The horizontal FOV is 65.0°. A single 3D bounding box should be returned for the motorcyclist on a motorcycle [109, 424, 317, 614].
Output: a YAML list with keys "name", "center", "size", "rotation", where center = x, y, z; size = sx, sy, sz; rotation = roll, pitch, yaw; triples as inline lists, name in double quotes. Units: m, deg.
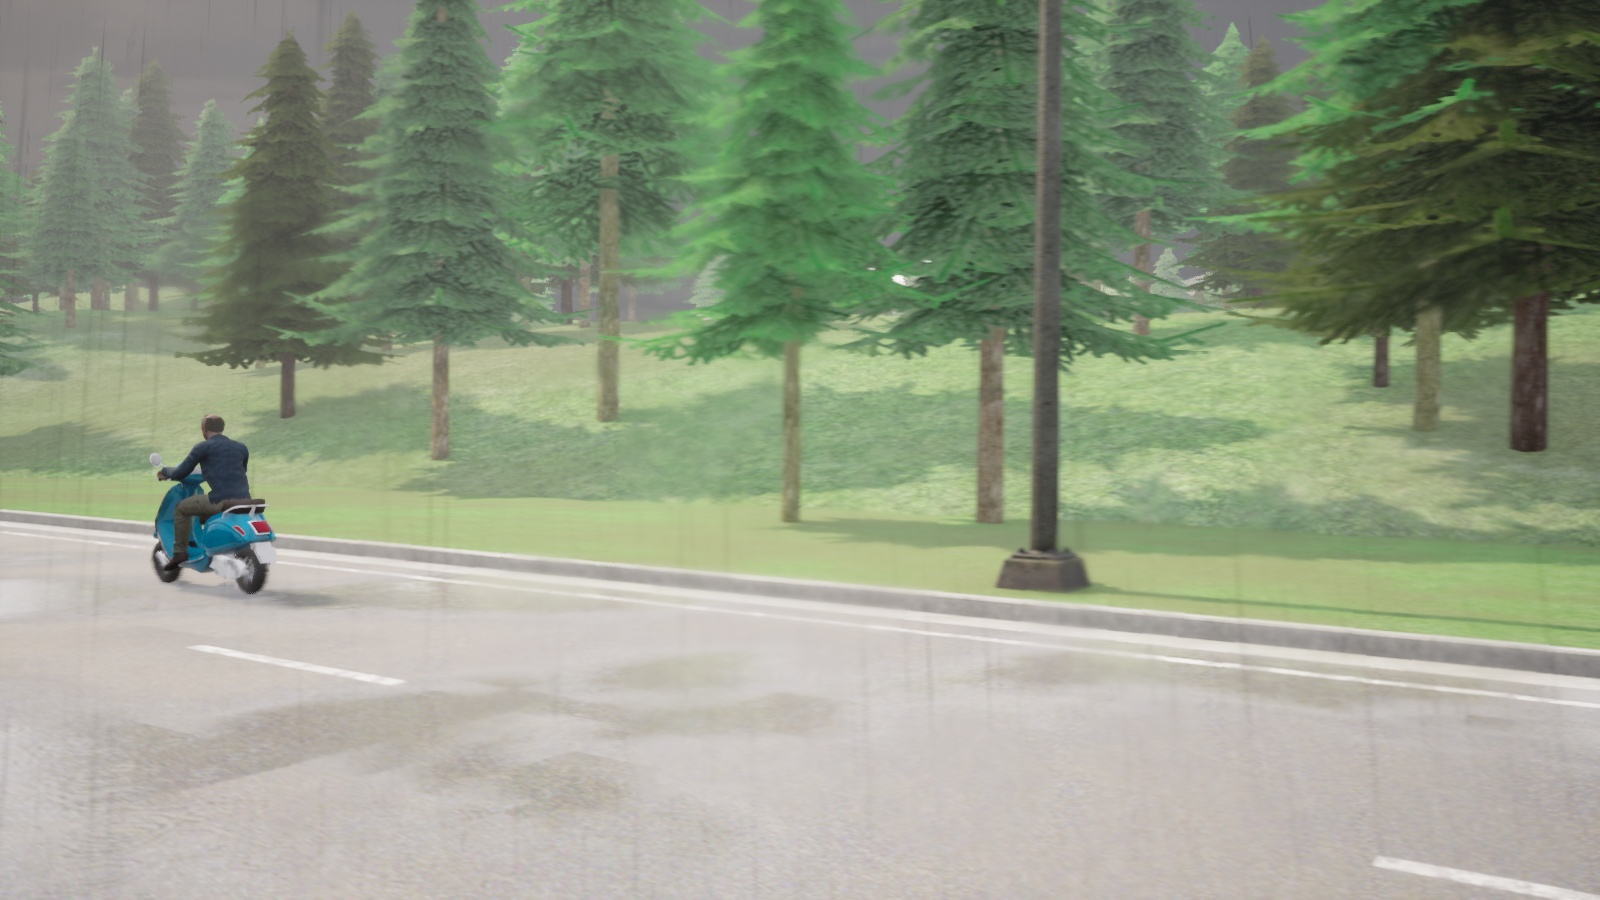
- name: "motorcyclist on a motorcycle"
  center: [-5.317, 0.567, 11.356]
  size: [1.817, 1.590, 0.866]
  rotation: [0, 1, 34]
